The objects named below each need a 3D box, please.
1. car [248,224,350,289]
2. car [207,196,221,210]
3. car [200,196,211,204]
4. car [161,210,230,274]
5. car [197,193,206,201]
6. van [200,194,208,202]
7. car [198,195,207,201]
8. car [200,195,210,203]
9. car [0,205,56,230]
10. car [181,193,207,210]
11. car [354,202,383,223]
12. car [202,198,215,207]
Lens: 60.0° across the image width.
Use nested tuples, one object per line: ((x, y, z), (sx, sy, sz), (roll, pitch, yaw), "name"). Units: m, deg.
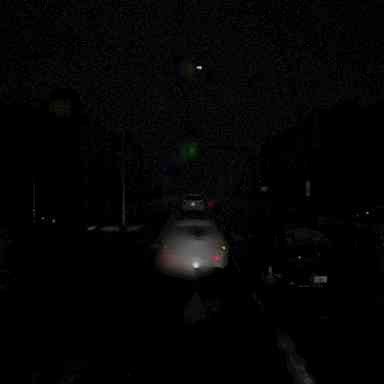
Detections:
((2.622, 1.549, 8.966), (2.008, 1.369, 4.403), (-1, 0, 0), "car")
((2.622, 1.546, 41.411), (1.887, 1.381, 4.507), (-1, 0, 0), "car")
((2.623, 1.553, 63.541), (1.887, 1.381, 4.507), (-1, 0, 0), "car")
((0.090, 1.523, 10.383), (1.812, 1.442, 4.674), (0, 0, 0), "car")
((2.618, 1.332, 91.204), (2.192, 1.841, 5.009), (-1, 0, 0), "car")
((2.618, 1.353, 74.606), (1.690, 1.788, 3.998), (-1, 0, 0), "van")
((2.623, 1.566, 85.672), (2.008, 1.369, 4.403), (-1, 0, 0), "car")
((2.621, 1.450, 69.074), (1.967, 1.590, 4.097), (-1, 0, 0), "car")
((-11.138, 1.594, 20.917), (4.902, 1.511, 2.128), (0, 1, 0), "car")
((0.100, 1.221, 34.253), (2.150, 2.045, 5.566), (0, 0, 0), "car")
((14.156, 1.406, 23.864), (4.674, 1.442, 1.812), (0, 1, -2), "car")
((2.623, 1.587, 52.477), (1.802, 1.307, 4.206), (-1, 0, 0), "car")
